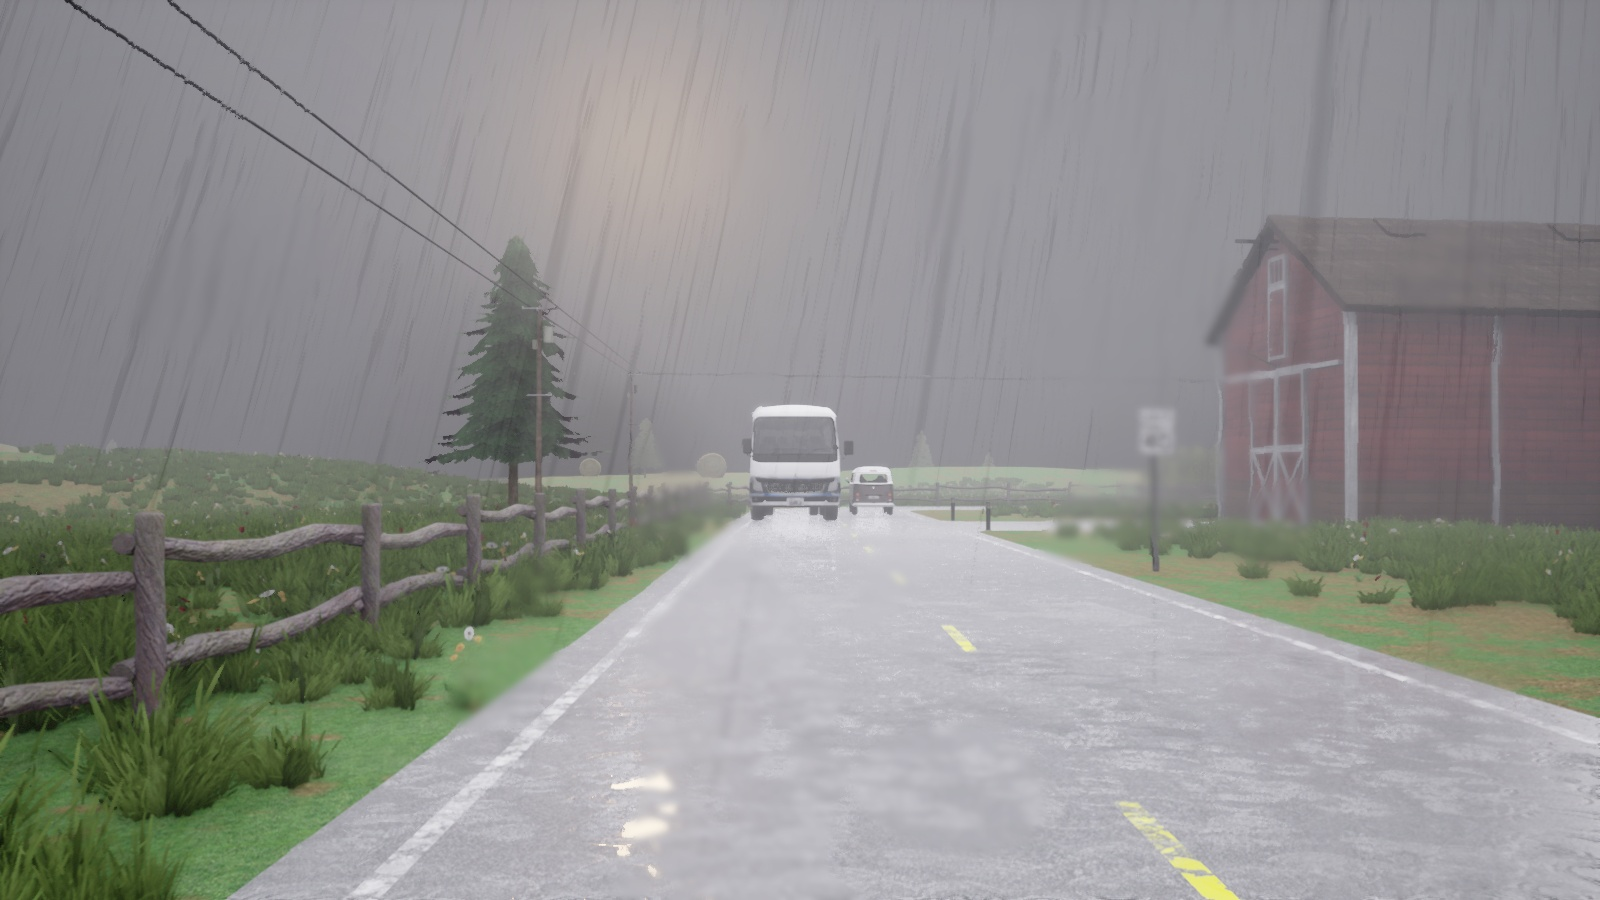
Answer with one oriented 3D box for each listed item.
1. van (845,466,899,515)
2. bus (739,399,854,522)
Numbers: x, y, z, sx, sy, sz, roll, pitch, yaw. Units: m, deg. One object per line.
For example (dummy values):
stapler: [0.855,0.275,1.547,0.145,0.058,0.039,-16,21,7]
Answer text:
van: [3.062,1.711,54.335,2.069,2.038,4.480,0,-1,0]
bus: [-0.264,0.501,48.661,3.944,4.253,10.273,0,-2,-2]
